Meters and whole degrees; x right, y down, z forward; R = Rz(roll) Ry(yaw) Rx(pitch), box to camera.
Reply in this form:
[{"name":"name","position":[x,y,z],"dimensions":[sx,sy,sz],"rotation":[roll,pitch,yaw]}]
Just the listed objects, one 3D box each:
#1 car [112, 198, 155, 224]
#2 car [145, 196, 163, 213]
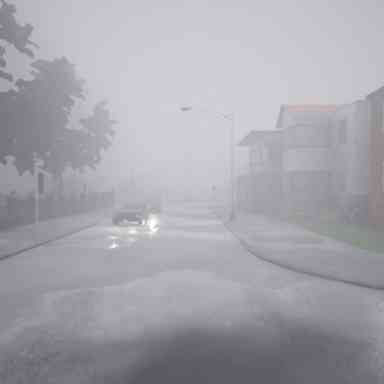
[{"name":"car","position":[-4.057,1.353,22.853],"dimensions":[2.033,1.411,5.357],"rotation":[0,0,0]},{"name":"car","position":[-4.026,1.209,33.191],"dimensions":[2.128,1.511,4.902],"rotation":[0,0,0]}]
